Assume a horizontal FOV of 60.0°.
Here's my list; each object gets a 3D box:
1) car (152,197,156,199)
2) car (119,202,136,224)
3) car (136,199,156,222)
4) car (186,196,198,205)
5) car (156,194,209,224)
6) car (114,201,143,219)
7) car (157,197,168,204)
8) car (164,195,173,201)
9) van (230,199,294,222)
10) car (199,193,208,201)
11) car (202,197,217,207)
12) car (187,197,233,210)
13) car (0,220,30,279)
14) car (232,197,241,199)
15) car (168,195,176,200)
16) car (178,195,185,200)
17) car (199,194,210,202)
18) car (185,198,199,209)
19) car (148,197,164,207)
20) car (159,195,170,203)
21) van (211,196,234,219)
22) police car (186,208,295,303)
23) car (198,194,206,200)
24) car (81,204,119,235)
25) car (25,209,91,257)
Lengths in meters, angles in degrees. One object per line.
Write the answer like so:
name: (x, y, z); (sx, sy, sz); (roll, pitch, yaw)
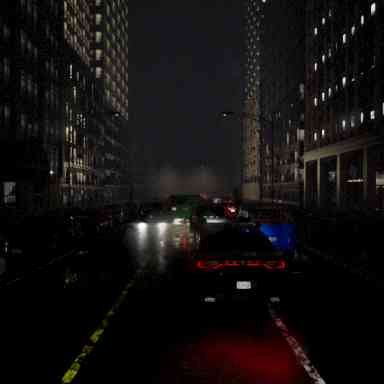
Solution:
car: (-5.664, 1.539, 41.366); (2.008, 1.369, 4.403); (-1, 0, 0)
car: (-5.679, 1.544, 24.315); (2.008, 1.369, 4.403); (-1, 0, 0)
car: (-2.978, 1.518, 26.508); (1.812, 1.442, 4.674); (0, 0, 0)
car: (0.049, 1.474, 59.299); (2.128, 1.511, 4.902); (0, 0, 0)
car: (-0.123, 1.213, 24.673); (2.150, 2.045, 5.566); (-1, 0, 24)
car: (-5.673, 1.574, 29.998); (1.802, 1.307, 4.206); (-1, 0, 0)
car: (-5.645, 1.563, 64.100); (1.802, 1.307, 4.206); (-1, 0, 0)
car: (-5.631, 1.500, 80.981); (1.752, 1.417, 4.829); (-1, 0, 0)
van: (2.691, 1.337, 12.940); (1.690, 1.788, 3.998); (-1, 0, 0)
car: (2.747, 1.289, 81.145); (2.192, 1.841, 5.009); (-1, 0, 0)
car: (2.726, 1.535, 52.725); (2.008, 1.369, 4.403); (-1, 0, 0)
car: (0.913, 1.346, 18.259); (2.097, 1.767, 4.553); (0, 0, 0)
car: (-5.693, 1.549, 7.264); (2.008, 1.369, 4.403); (-1, 0, 0)
car: (2.700, 1.308, 24.308); (2.192, 1.841, 5.009); (-1, 0, 0)
car: (-5.621, 1.535, 92.519); (1.947, 1.339, 4.313); (-1, 0, 0)
car: (-2.922, 1.569, 94.062); (1.895, 1.301, 4.718); (0, 0, 0)
car: (2.743, 1.292, 75.460); (2.192, 1.841, 5.009); (-1, 0, 0)
car: (0.055, 1.588, 46.010); (1.895, 1.301, 4.718); (0, 0, 1)
car: (-5.654, 1.535, 52.733); (2.008, 1.369, 4.403); (-1, 0, 0)
car: (-5.641, 1.419, 69.783); (1.967, 1.590, 4.097); (-1, 0, 0)
van: (2.705, 1.333, 29.991); (1.690, 1.788, 3.998); (-1, 0, 0)
police car: (0.906, 1.423, 8.398); (1.930, 1.638, 5.238); (0, 0, 0)
car: (2.759, 1.409, 92.511); (1.967, 1.590, 4.097); (-1, 0, 0)
car: (-5.683, 1.540, 18.631); (1.887, 1.381, 4.507); (-1, 0, 0)
car: (-5.688, 1.562, 12.947); (1.947, 1.339, 4.313); (-1, 0, 0)
